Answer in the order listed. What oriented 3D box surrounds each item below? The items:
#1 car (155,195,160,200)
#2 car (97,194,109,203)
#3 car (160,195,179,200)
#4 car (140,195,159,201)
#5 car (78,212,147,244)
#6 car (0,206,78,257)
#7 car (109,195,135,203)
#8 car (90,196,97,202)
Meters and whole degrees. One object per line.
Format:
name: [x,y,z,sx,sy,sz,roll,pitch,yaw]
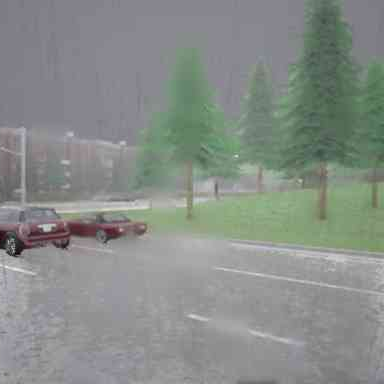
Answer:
car: [-7.779,1.449,81.872,1.837,1.490,4.892,0,0,35]
car: [-16.735,1.319,69.085,2.097,1.767,4.553,0,0,35]
car: [-4.912,1.475,79.864,1.812,1.442,4.674,0,0,35]
car: [-10.646,1.472,83.880,2.128,1.511,4.902,0,0,35]
car: [-4.422,1.592,15.659,4.718,1.301,1.895,0,0,36]
car: [-6.877,1.342,13.119,4.553,1.767,2.097,0,0,36]
car: [-13.842,1.563,67.115,1.895,1.301,4.718,0,0,35]
car: [-19.601,1.317,71.093,2.097,1.767,4.553,0,0,35]
